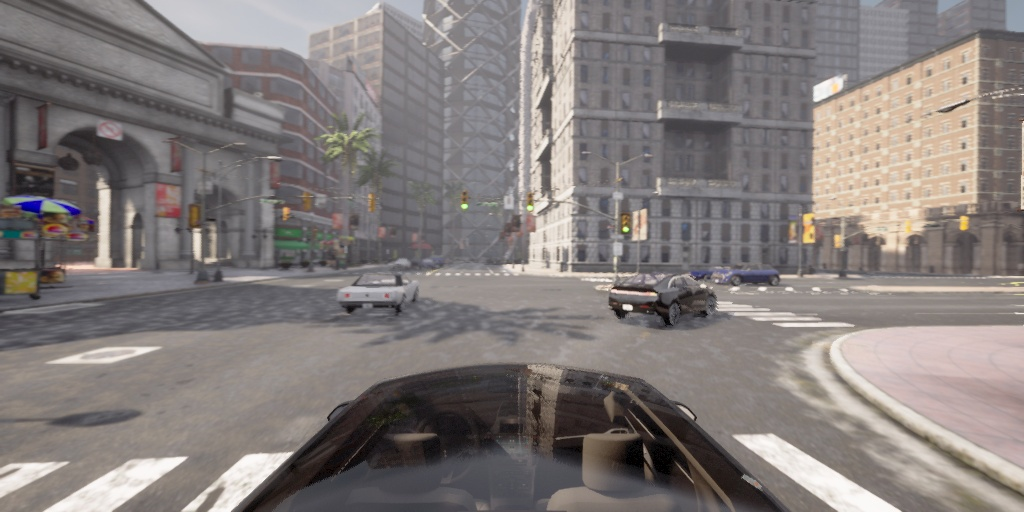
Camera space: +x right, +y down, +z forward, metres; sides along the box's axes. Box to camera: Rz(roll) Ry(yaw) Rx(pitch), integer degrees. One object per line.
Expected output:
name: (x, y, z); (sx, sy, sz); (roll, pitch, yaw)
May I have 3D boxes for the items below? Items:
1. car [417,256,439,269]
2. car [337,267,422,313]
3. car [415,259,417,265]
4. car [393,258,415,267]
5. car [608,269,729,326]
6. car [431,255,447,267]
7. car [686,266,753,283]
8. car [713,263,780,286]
car: (-12.010, 1.096, 51.368); (1.812, 1.442, 4.674); (1, 0, -5)
car: (-4.769, 1.283, 13.564); (1.895, 1.301, 4.718); (1, 0, -5)
car: (-16.403, 1.110, 60.550); (1.895, 1.301, 4.718); (1, 0, -5)
car: (-15.465, 1.052, 50.736); (1.812, 1.442, 4.674); (1, 0, -5)
car: (5.173, 1.304, 12.028); (4.902, 1.511, 2.128); (1, 0, -42)
car: (-12.939, 0.776, 61.113); (2.150, 2.045, 5.566); (1, 0, -5)
car: (17.716, 1.567, 30.749); (4.718, 1.301, 1.895); (1, 0, -6)
car: (17.643, 1.319, 27.218); (4.553, 1.767, 2.097); (1, 0, -6)
